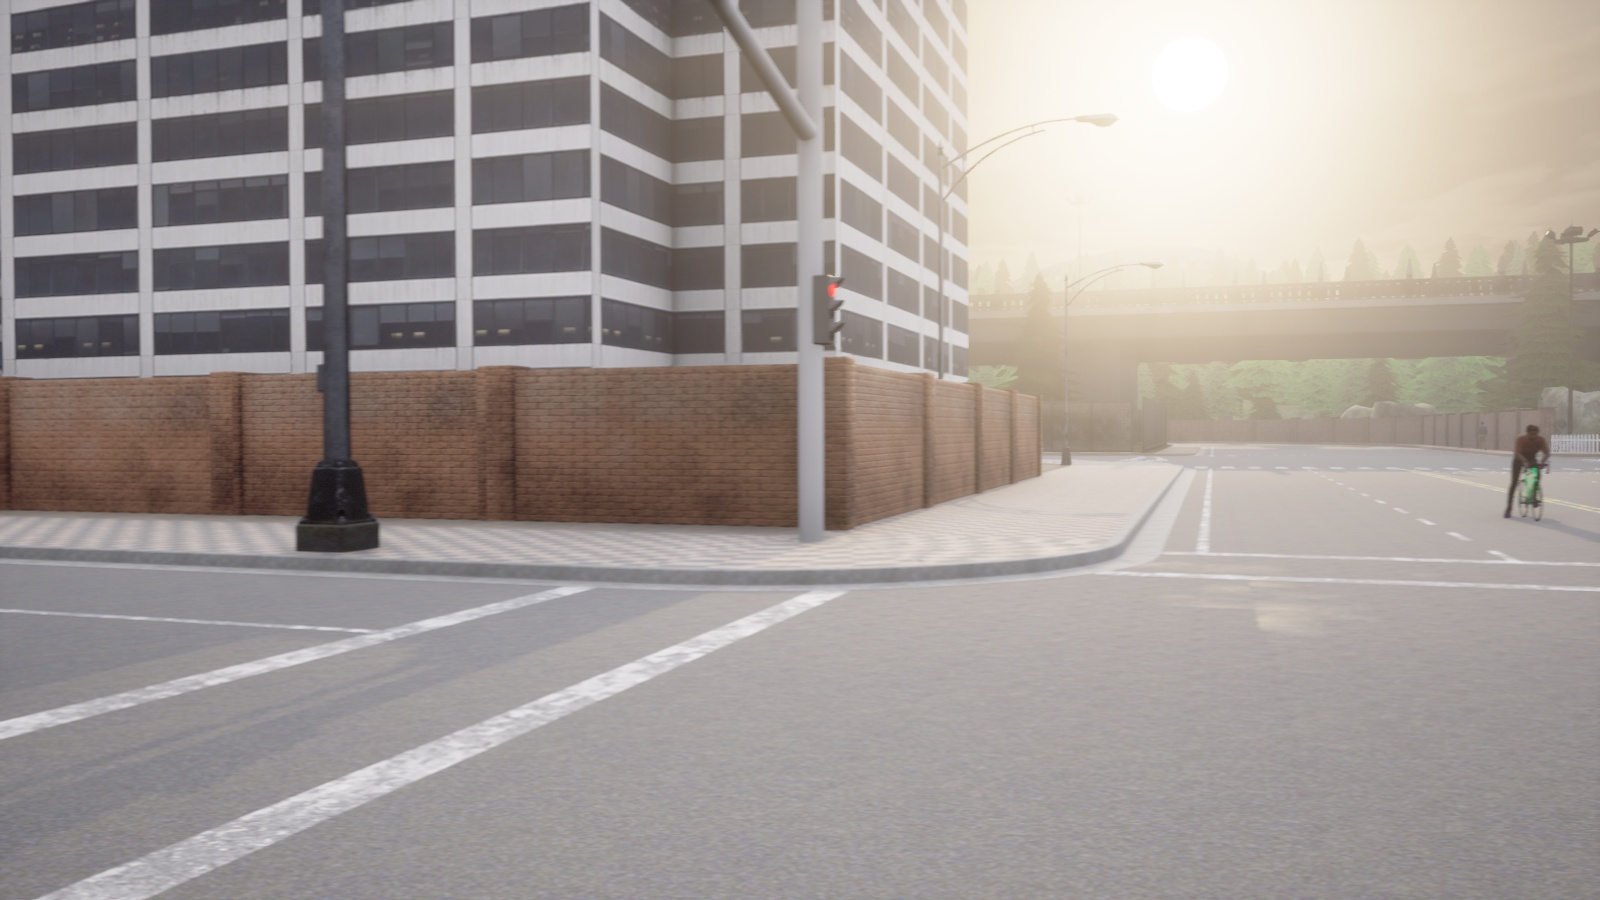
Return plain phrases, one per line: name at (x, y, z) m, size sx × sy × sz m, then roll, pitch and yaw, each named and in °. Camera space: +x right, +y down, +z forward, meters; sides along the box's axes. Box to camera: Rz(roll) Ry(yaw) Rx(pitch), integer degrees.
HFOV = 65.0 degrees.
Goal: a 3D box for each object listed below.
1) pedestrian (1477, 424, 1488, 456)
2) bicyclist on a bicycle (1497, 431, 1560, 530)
pedestrian at (41.680, -0.587, 76.740) m, size 0.423 × 1.949 × 0.788 m, roll 0°, pitch 1°, yaw 17°
bicyclist on a bicycle at (12.402, 0.483, 21.405) m, size 0.582 × 1.620 × 1.656 m, roll 1°, pitch 1°, yaw 18°
